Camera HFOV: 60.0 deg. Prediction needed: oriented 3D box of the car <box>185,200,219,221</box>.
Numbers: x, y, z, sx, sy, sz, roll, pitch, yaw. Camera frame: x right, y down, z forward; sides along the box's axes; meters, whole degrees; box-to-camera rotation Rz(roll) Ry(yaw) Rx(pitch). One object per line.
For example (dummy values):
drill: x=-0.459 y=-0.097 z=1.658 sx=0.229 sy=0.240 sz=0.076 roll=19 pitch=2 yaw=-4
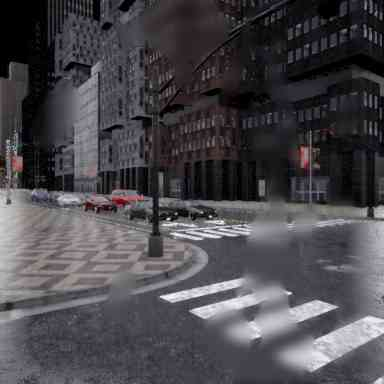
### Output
car: x=-0.393 y=1.280 z=25.095 sx=2.033 sy=1.411 sz=5.357 roll=0 pitch=1 yaw=-39

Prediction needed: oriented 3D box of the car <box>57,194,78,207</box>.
car: x=-14.398 y=0.986 z=38.891 sx=1.812 sy=1.442 sz=4.674 roll=0 pitch=1 yaw=-35

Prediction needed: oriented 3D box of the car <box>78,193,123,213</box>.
car: x=-8.599 y=1.080 z=30.918 sx=1.882 sy=1.535 sz=5.008 roll=0 pitch=1 yaw=-36

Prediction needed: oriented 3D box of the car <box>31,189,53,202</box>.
car: x=-23.140 y=0.509 z=51.097 sx=2.150 sy=2.045 sz=5.566 roll=0 pitch=1 yaw=-36

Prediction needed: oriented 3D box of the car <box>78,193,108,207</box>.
car: x=-12.489 y=0.929 z=41.821 sx=2.128 sy=1.511 sz=4.902 roll=0 pitch=1 yaw=-36

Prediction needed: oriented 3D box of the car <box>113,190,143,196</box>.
car: x=-6.351 y=0.811 z=33.354 sx=2.150 sy=2.045 sz=5.566 roll=0 pitch=1 yaw=-36

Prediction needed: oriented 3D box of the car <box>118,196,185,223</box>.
car: x=-2.998 y=1.284 z=23.236 sx=2.033 sy=1.411 sz=5.357 roll=0 pitch=1 yaw=-35
